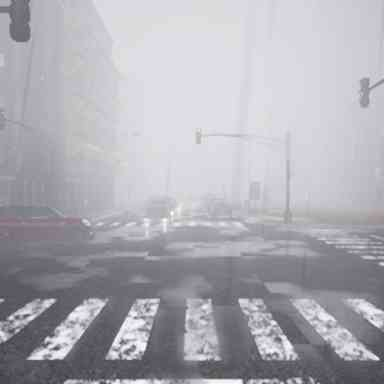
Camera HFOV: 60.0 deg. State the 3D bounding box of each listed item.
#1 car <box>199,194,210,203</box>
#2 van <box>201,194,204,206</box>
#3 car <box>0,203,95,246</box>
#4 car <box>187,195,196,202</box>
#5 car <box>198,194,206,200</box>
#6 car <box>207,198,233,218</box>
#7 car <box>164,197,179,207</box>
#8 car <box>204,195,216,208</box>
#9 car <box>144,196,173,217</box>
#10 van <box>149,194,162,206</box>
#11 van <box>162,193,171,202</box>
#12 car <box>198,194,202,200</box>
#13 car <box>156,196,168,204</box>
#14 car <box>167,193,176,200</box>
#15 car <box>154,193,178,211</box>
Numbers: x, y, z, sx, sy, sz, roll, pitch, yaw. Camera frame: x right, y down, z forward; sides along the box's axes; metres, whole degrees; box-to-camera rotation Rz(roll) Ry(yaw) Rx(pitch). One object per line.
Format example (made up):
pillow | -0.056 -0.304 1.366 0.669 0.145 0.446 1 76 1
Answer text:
car | 2.606 1.342 69.651 1.967 1.590 4.097 -1 0 0
van | 2.613 1.287 47.068 1.690 1.788 3.998 -1 0 0
car | -6.643 1.337 14.616 4.553 1.767 2.097 0 0 -20
car | -0.028 1.399 71.233 1.837 1.490 4.892 0 0 0
car | 2.626 1.299 86.589 1.967 1.590 4.097 -1 0 0
car | 2.627 1.517 30.130 1.887 1.381 4.507 -1 0 0
car | -3.111 1.504 50.634 1.994 1.385 4.181 0 0 0
car | 2.622 1.404 35.776 1.967 1.590 4.097 -1 0 0
car | -3.116 1.448 31.354 1.882 1.535 5.008 0 0 0
van | -5.738 1.278 52.675 1.690 1.788 3.998 -1 0 0
van | -5.752 1.230 75.260 1.690 1.788 3.998 -1 0 0
car | 2.604 1.355 64.005 1.967 1.590 4.097 -1 0 0
car | -5.743 1.459 63.967 1.887 1.381 4.507 -1 0 0
car | -5.763 1.158 92.199 2.192 1.841 5.009 -1 0 0
car | -3.117 1.308 40.669 2.097 1.767 4.553 0 0 0
